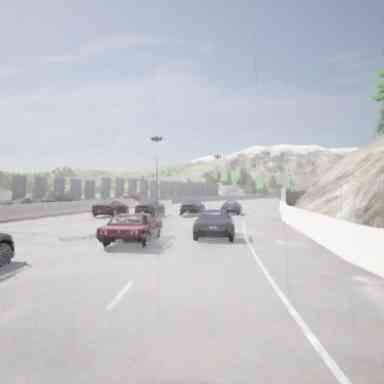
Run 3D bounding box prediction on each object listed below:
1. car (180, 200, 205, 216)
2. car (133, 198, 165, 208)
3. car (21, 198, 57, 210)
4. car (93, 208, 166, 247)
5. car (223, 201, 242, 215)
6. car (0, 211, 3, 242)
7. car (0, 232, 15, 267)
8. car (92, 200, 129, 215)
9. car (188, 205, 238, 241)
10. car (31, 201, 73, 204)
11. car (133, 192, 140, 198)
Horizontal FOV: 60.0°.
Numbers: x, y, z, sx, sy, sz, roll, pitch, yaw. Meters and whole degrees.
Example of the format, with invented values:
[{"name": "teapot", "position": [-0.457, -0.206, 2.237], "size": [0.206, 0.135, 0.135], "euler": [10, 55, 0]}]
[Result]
[{"name": "car", "position": [0.086, 1.510, 32.556], "size": [1.837, 1.490, 4.892], "euler": [0, 0, 11]}, {"name": "car", "position": [-3.827, 1.500, 30.804], "size": [1.837, 1.490, 4.892], "euler": [0, 0, 11]}, {"name": "car", "position": [-19.402, 1.522, 42.465], "size": [1.994, 1.385, 4.181], "euler": [0, 0, 14]}, {"name": "car", "position": [-2.582, 1.597, 14.984], "size": [1.895, 1.301, 4.718], "euler": [0, 0, 5]}, {"name": "car", "position": [4.169, 1.580, 34.861], "size": [1.994, 1.385, 4.181], "euler": [0, 0, 13]}, {"name": "car", "position": [-9.741, 1.541, 13.061], "size": [1.994, 1.385, 4.181], "euler": [0, 0, 5]}, {"name": "car", "position": [-6.557, 1.476, 8.505], "size": [2.128, 1.511, 4.902], "euler": [0, 0, 3]}, {"name": "car", "position": [-7.415, 1.464, 30.640], "size": [1.882, 1.535, 5.008], "euler": [0, 0, 10]}, {"name": "car", "position": [1.165, 1.570, 16.912], "size": [1.994, 1.385, 4.181], "euler": [0, 0, 6]}, {"name": "car", "position": [-16.436, 1.186, 39.925], "size": [2.150, 2.045, 5.566], "euler": [0, 0, 13]}, {"name": "car", "position": [-14.472, 1.067, 78.713], "size": [2.150, 2.045, 5.566], "euler": [0, 0, 23]}]
